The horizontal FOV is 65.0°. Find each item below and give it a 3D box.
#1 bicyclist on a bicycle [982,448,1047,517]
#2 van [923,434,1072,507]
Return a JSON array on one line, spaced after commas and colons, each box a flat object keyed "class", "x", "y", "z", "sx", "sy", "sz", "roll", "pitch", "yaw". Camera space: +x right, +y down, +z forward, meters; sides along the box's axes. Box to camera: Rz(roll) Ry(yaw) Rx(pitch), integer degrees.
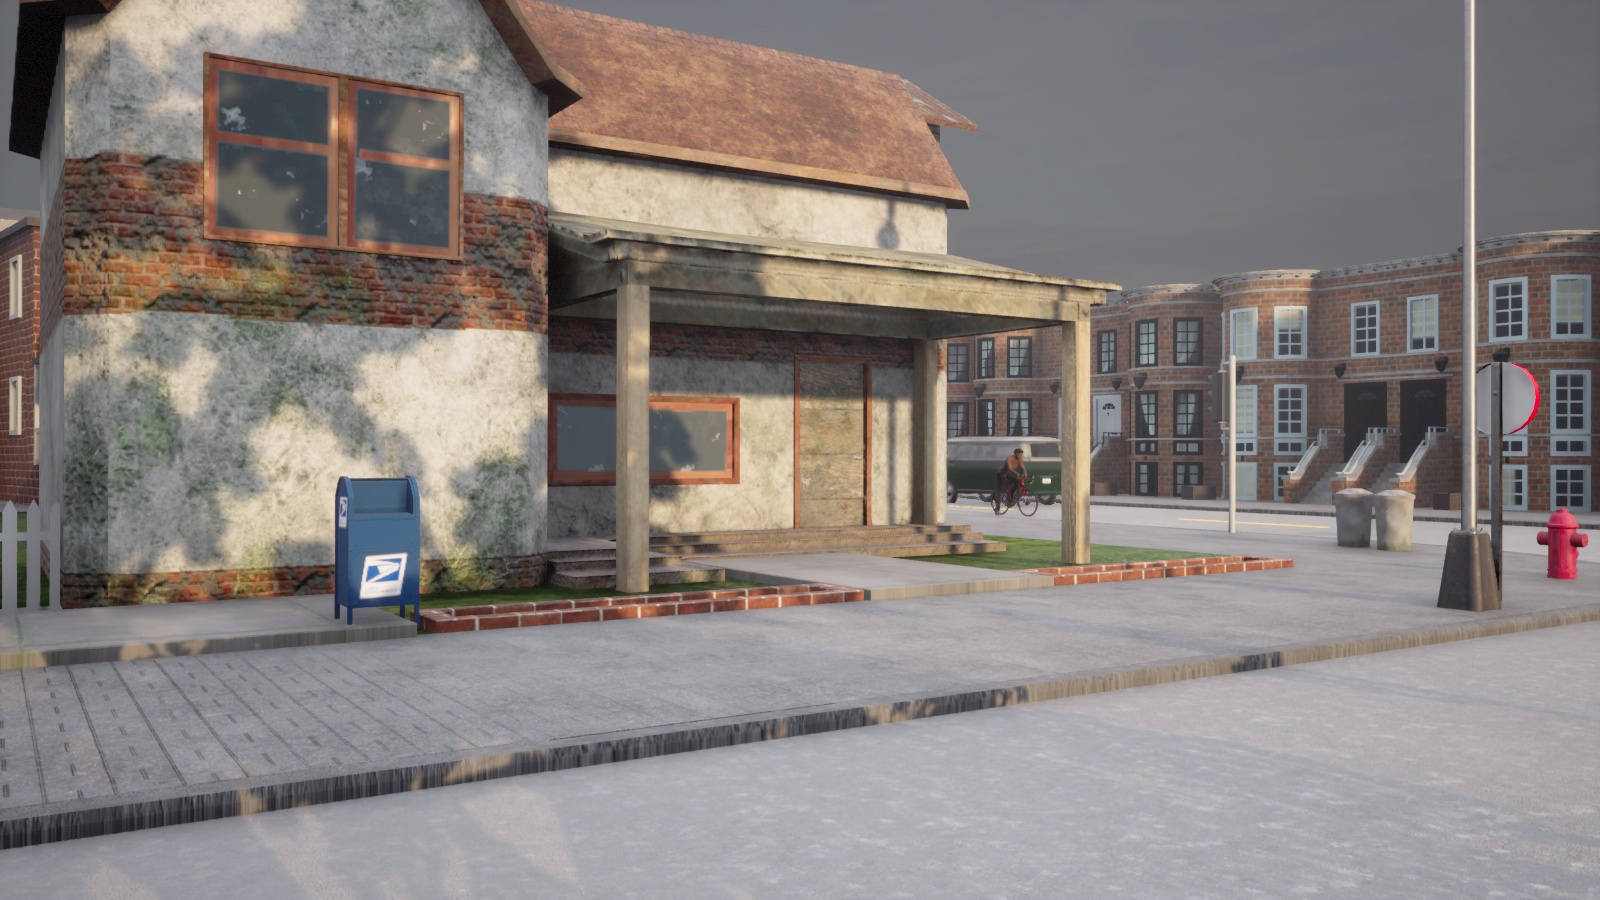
[{"class": "bicyclist on a bicycle", "x": 5.144, "y": 0.761, "z": 30.175, "sx": 0.582, "sy": 1.620, "sz": 1.656, "roll": 0, "pitch": 0, "yaw": -33}, {"class": "van", "x": 5.691, "y": 0.575, "z": 36.670, "sx": 1.775, "sy": 1.987, "sz": 4.442, "roll": 0, "pitch": 0, "yaw": -33}]
